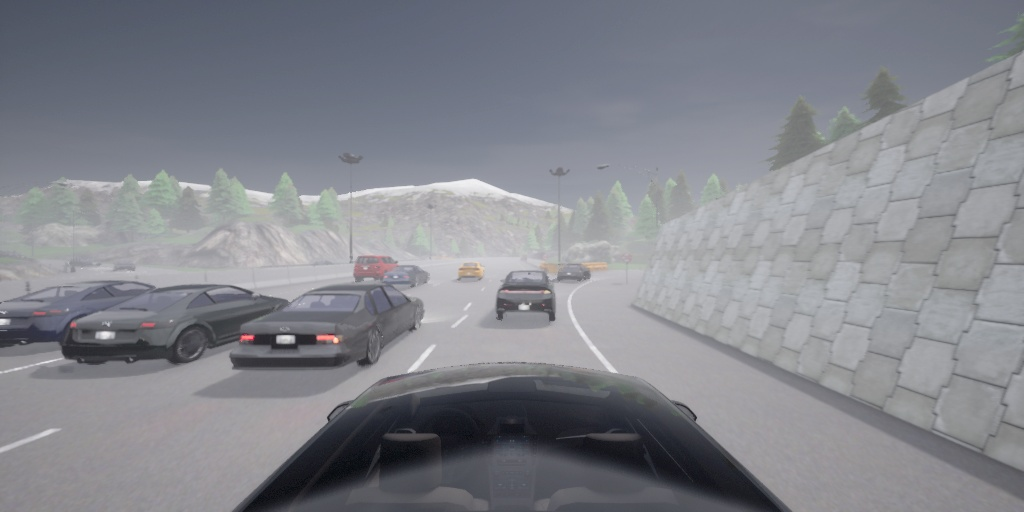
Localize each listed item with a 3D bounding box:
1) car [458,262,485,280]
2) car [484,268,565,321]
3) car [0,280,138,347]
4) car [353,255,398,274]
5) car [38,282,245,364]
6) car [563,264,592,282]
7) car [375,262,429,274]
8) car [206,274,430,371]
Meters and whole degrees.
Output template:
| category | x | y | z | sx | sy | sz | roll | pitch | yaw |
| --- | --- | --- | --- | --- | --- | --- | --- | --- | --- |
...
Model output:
| category | x | y | z | sx | sy | sz | roll | pitch | yaw |
| --- | --- | --- | --- | --- | --- | --- | --- | --- | --- |
| car | -3.392 | 1.220 | 30.653 | 1.882 | 1.535 | 5.008 | 0 | 0 | 0 |
| car | 0.599 | 1.239 | 12.565 | 2.128 | 1.511 | 4.902 | 0 | 0 | 6 |
| car | -10.399 | 1.313 | 9.331 | 1.994 | 1.385 | 4.181 | 0 | 0 | 0 |
| car | -10.392 | 0.966 | 28.111 | 2.150 | 2.045 | 5.566 | 0 | 0 | 0 |
| car | -6.901 | 1.312 | 8.093 | 1.994 | 1.385 | 4.181 | 0 | 0 | 0 |
| car | 5.137 | 1.307 | 29.085 | 1.994 | 1.385 | 4.181 | 0 | 0 | 24 |
| car | -6.895 | 1.292 | 23.779 | 2.033 | 1.411 | 5.357 | 0 | 0 | 0 |
| car | -3.397 | 1.296 | 7.891 | 2.033 | 1.411 | 5.357 | 0 | 0 | 0 |
